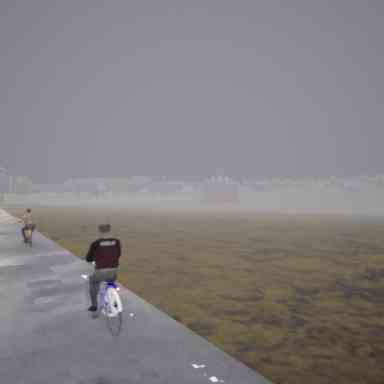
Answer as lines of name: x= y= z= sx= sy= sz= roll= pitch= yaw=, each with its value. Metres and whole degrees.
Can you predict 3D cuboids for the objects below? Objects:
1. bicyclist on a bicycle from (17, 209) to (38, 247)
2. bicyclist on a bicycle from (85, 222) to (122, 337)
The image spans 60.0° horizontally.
bicyclist on a bicycle: x=-7.115 y=1.521 z=14.505 sx=0.866 sy=1.612 sz=1.509 roll=-1 pitch=0 yaw=-33
bicyclist on a bicycle: x=-1.560 y=1.385 z=5.704 sx=0.659 sy=1.776 sz=1.843 roll=-1 pitch=0 yaw=-32
